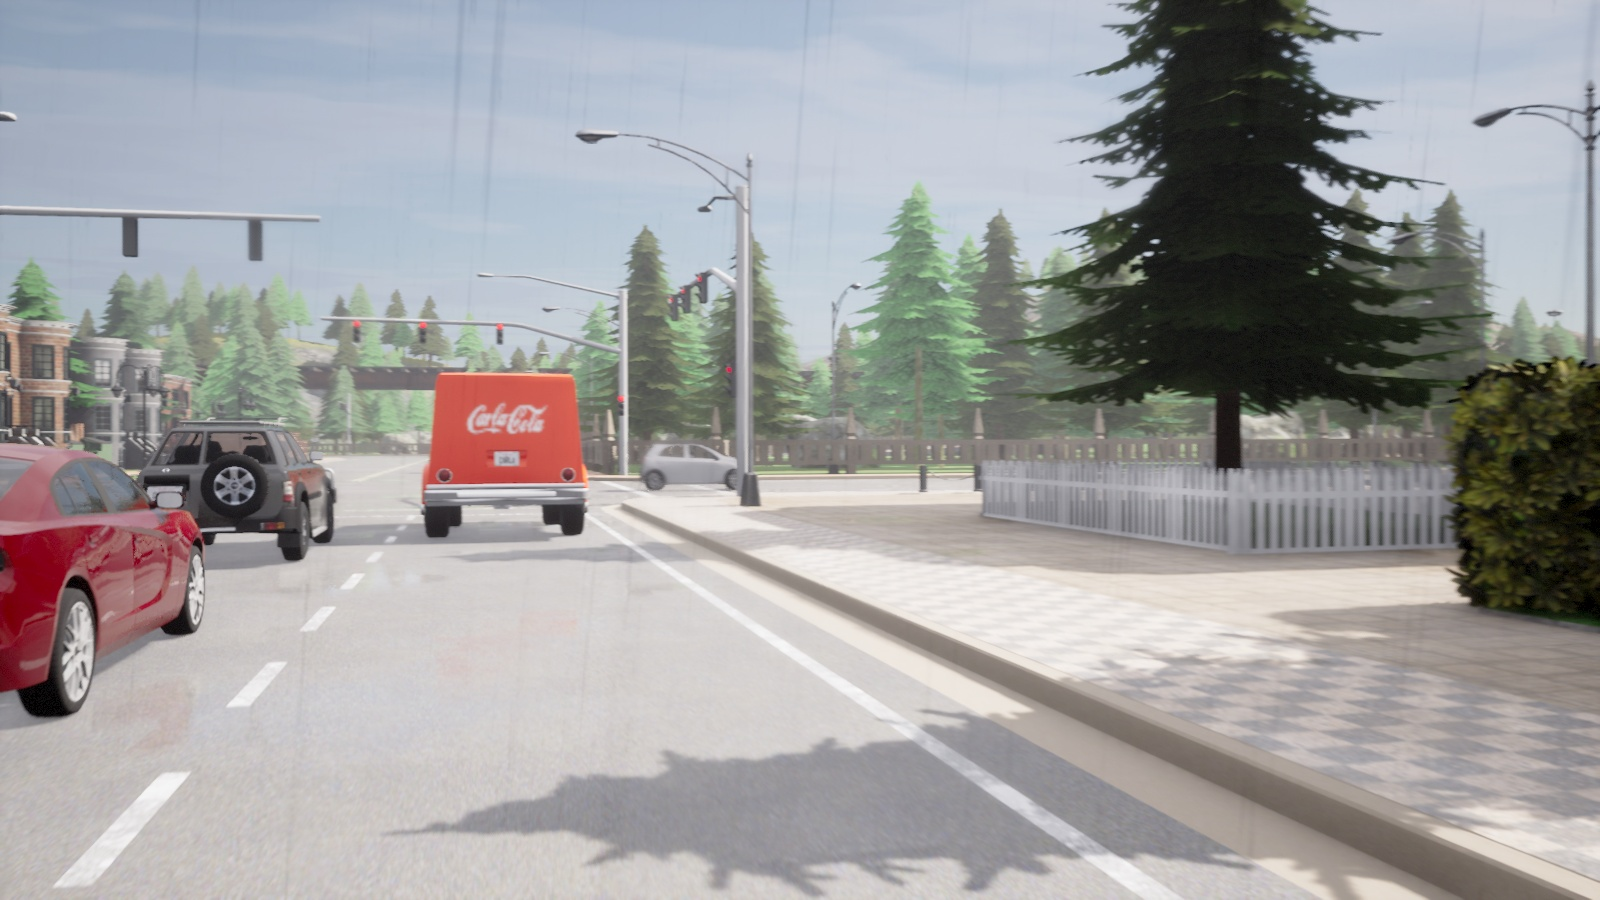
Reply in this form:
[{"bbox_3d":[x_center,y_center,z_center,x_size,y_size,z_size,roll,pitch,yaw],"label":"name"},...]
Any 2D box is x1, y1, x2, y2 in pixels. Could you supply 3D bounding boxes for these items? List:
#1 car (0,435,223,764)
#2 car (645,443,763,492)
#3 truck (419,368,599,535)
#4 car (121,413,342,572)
[{"bbox_3d":[-5.235,0.687,8.065,1.882,1.535,5.008,0,0,-14],"label":"car"},{"bbox_3d":[-3.059,0.541,39.637,3.633,1.501,1.845,0,0,-7],"label":"car"},{"bbox_3d":[-4.985,0.114,21.381,2.627,2.467,5.204,0,-2,-14],"label":"truck"},{"bbox_3d":[-7.509,0.479,17.076,1.932,1.855,4.605,0,0,-14],"label":"car"}]
